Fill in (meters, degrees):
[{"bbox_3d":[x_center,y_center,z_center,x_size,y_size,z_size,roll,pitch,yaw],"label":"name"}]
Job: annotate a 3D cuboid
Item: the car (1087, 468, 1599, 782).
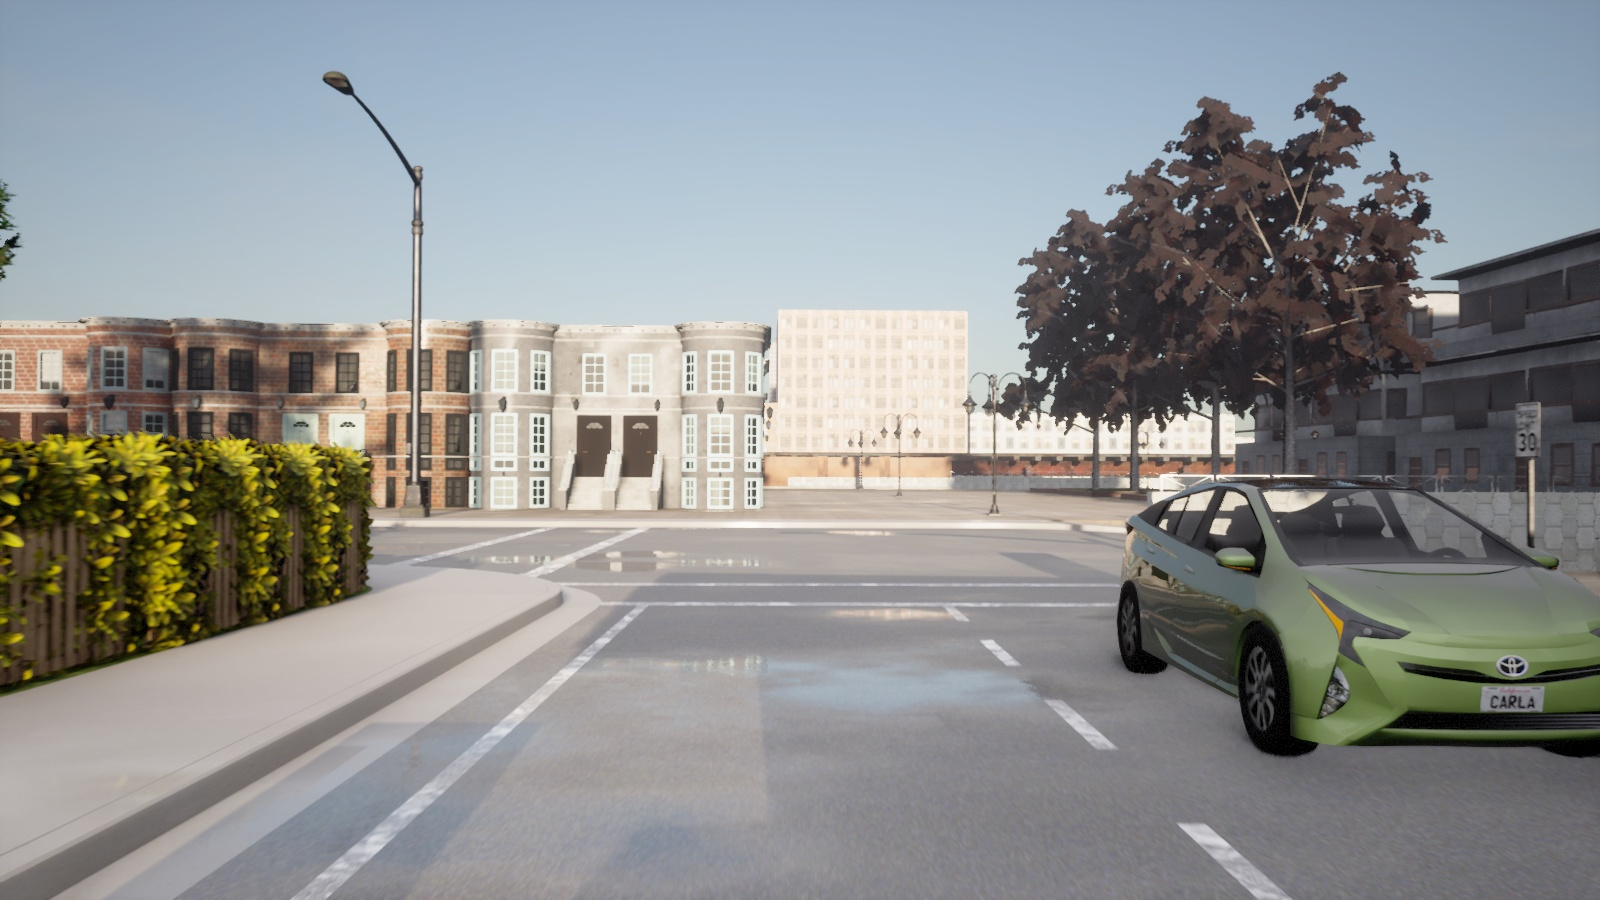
[{"bbox_3d":[3.466,0.888,8.390,2.007,1.525,4.514,0,-1,-1],"label":"car"}]
